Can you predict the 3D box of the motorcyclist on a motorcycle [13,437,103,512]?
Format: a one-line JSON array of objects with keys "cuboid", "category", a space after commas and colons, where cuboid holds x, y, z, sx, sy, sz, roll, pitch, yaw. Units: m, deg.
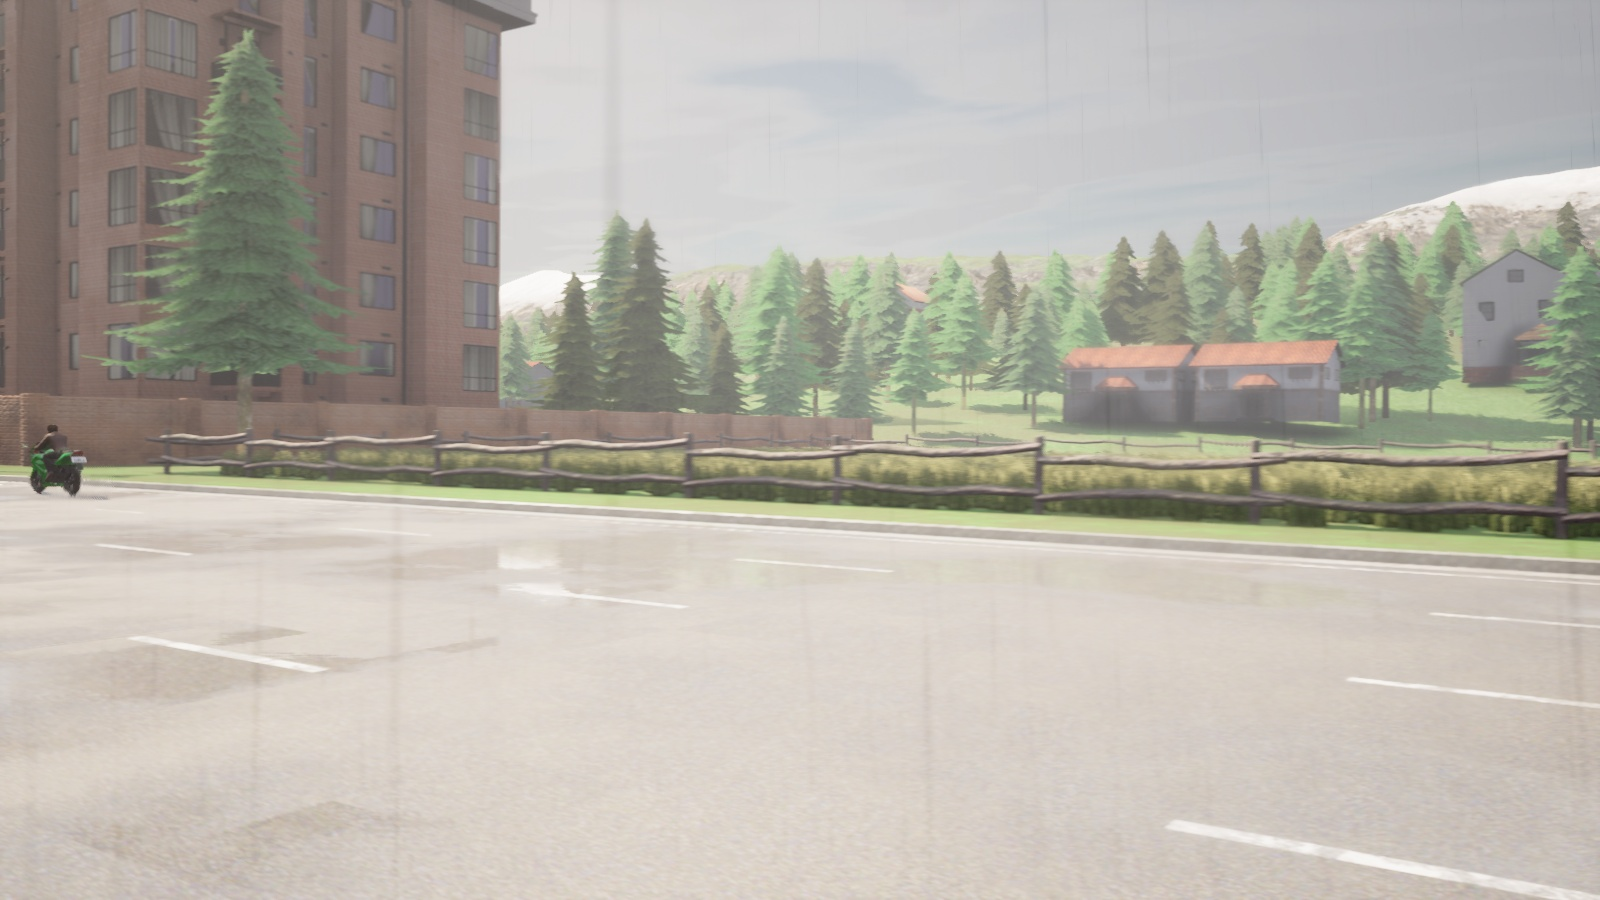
[{"cuboid": [-15.669, 0.494, 26.496, 2.044, 1.523, 0.797, 0, 1, 33], "category": "motorcyclist on a motorcycle"}]
